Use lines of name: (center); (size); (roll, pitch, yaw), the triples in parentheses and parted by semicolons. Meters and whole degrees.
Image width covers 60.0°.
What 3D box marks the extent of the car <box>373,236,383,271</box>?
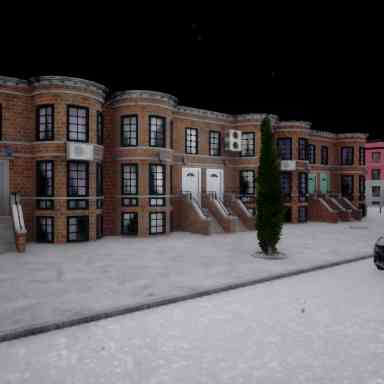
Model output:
car: (7.275, 1.477, 9.794); (5.008, 1.535, 1.882); (0, 0, -35)
